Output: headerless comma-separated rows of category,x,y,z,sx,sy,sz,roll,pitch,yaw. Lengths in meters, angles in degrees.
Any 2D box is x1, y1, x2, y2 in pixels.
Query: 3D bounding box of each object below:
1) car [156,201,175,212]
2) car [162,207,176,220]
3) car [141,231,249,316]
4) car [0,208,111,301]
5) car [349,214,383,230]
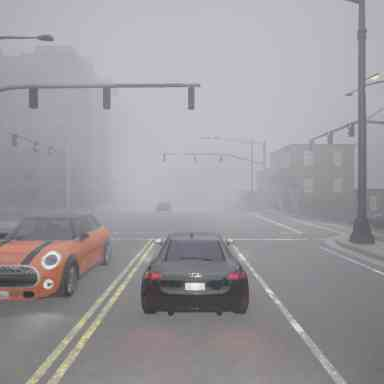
car,-3.711,2.017,44.584,1.837,1.490,4.892,0,-5,0
car,-3.733,3.614,54.645,2.033,1.411,5.357,0,-12,0
car,0.056,1.564,7.614,1.994,1.385,4.181,0,0,0
car,-3.585,1.352,8.521,2.097,1.767,4.553,0,0,0
car,15.786,2.564,27.761,4.892,1.490,1.837,9,0,0
